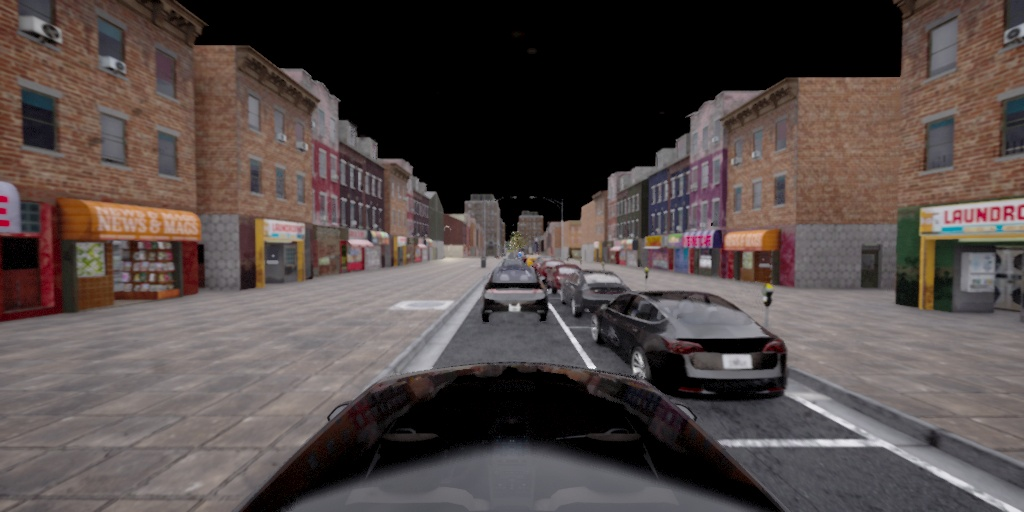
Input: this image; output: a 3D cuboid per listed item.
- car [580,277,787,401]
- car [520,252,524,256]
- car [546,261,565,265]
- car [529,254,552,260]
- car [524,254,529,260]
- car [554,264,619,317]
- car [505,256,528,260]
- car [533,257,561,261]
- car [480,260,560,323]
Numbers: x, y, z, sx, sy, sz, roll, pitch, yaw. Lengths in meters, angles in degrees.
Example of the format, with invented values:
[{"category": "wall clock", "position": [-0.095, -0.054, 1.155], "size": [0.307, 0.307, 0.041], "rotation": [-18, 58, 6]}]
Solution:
[{"category": "car", "position": [2.637, 1.228, 6.279], "size": [1.948, 1.339, 4.313], "rotation": [0, 0, 0]}, {"category": "car", "position": [2.638, 0.403, 56.900], "size": [1.888, 1.381, 4.507], "rotation": [0, 0, 0]}, {"category": "car", "position": [2.637, 1.040, 17.527], "size": [1.802, 1.307, 4.207], "rotation": [0, 0, 0]}, {"category": "car", "position": [2.637, 0.709, 28.776], "size": [1.967, 1.591, 4.097], "rotation": [0, 0, 0]}, {"category": "car", "position": [2.750, 0.537, 42.420], "size": [1.882, 1.535, 5.008], "rotation": [0, 1, 0]}, {"category": "car", "position": [2.637, 1.109, 11.903], "size": [2.007, 1.370, 4.403], "rotation": [0, 0, 0]}, {"category": "car", "position": [0.082, 0.875, 28.521], "size": [1.895, 1.301, 4.718], "rotation": [0, 1, 0]}, {"category": "car", "position": [2.637, 0.907, 23.152], "size": [1.888, 1.381, 4.507], "rotation": [0, 0, 0]}, {"category": "car", "position": [0.071, 1.061, 11.357], "size": [2.128, 1.511, 4.902], "rotation": [0, 1, 0]}]
